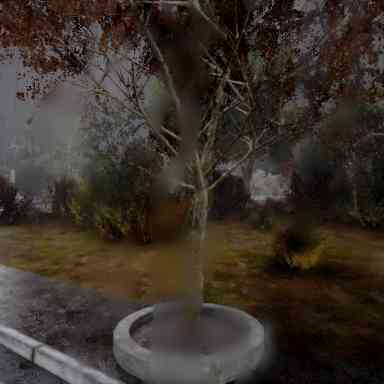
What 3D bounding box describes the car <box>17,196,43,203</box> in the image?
[{"bbox_3d":[-22.061,1.208,44.900,2.033,1.411,5.357,1,0,32],"label":"car"}]
